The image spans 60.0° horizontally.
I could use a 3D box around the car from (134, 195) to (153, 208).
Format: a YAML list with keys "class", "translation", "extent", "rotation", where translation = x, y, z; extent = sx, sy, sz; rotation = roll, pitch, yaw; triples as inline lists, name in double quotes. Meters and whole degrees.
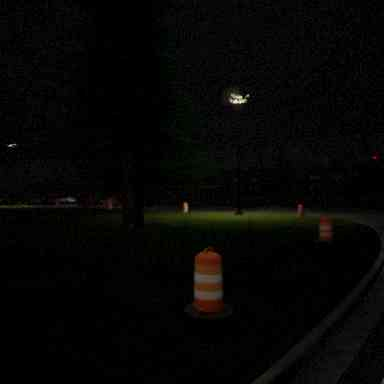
- class: "car"
  translation: [-8.962, 1.597, 55.070]
  extent: [5.566, 2.045, 2.150]
  rotation: [0, 0, 38]

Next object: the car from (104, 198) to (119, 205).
- class: "car"
  translation: [-17.623, 2.007, 70.448]
  extent: [5.008, 1.535, 1.882]
  rotation: [-1, 0, 38]

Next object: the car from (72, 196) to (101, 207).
- class: "car"
  translation: [-20.342, 1.993, 63.792]
  extent: [5.008, 1.535, 1.882]
  rotation: [-1, 0, 38]

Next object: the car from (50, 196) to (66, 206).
- class: "car"
  translation: [-29.278, 2.179, 70.604]
  extent: [4.181, 1.385, 1.994]
  rotation: [-1, 0, 38]

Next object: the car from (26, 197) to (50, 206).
- class: "car"
  translation: [-32.182, 2.179, 68.424]
  extent: [5.357, 1.411, 2.033]
  rotation: [-1, 0, 38]

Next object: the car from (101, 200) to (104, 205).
- class: "car"
  translation: [-21.012, 2.025, 68.659]
  extent: [5.008, 1.535, 1.882]
  rotation: [-1, 0, 38]

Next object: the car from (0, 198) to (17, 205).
- class: "car"
  translation: [-41.690, 2.281, 75.765]
  extent: [4.674, 1.442, 1.812]
  rotation: [-1, 0, 38]

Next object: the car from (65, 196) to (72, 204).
- class: "car"
  translation: [-29.931, 1.907, 79.951]
  extent: [5.566, 2.045, 2.150]
  rotation: [-1, 0, 38]

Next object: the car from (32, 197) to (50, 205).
- class: "car"
  translation: [-36.544, 2.096, 80.635]
  extent: [4.553, 1.767, 2.097]
  rotation: [-1, 0, 38]
